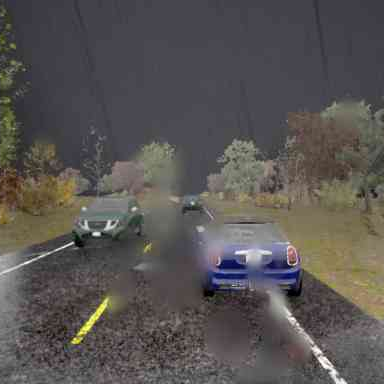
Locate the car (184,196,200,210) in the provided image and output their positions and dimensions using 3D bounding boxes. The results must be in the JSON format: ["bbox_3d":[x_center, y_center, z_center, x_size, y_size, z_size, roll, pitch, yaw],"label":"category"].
[{"bbox_3d":[0.073,1.422,45.957,2.097,1.767,4.553,0,0,1],"label":"car"}]

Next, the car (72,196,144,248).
[{"bbox_3d":[-3.587,1.223,15.255,2.150,2.045,5.566,0,0,0],"label":"car"}]

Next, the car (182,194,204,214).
[{"bbox_3d":[0.097,1.259,35.390,2.150,2.045,5.566,0,0,1],"label":"car"}]

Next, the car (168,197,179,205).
[{"bbox_3d":[-3.450,1.600,62.476,1.882,1.535,5.008,0,0,0],"label":"car"}]

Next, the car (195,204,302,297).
[{"bbox_3d":[1.233,1.352,8.759,2.097,1.767,4.553,0,0,0],"label":"car"}]
